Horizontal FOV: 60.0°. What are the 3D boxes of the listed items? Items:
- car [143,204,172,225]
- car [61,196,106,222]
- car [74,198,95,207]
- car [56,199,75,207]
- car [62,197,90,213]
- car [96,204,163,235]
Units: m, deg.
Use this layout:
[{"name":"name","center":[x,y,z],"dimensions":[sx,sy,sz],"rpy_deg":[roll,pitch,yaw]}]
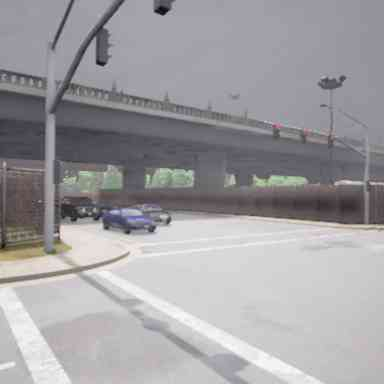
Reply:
[{"name":"car","center":[-3.381,1.700,25.655],"dimensions":[2.128,1.511,4.902],"rpy_deg":[1,0,-36]},{"name":"car","center":[-9.639,1.386,28.392],"dimensions":[2.150,2.045,5.566],"rpy_deg":[1,-1,-36]},{"name":"car","center":[-19.634,1.848,60.747],"dimensions":[2.033,1.411,5.357],"rpy_deg":[1,-1,-36]},{"name":"car","center":[-22.330,1.856,58.499],"dimensions":[1.895,1.301,4.718],"rpy_deg":[1,-1,-36]},{"name":"car","center":[-14.316,1.561,40.973],"dimensions":[2.097,1.767,4.553],"rpy_deg":[1,-1,-35]},{"name":"car","center":[-3.978,1.690,20.514],"dimensions":[1.812,1.442,4.674],"rpy_deg":[1,-1,-38]}]
